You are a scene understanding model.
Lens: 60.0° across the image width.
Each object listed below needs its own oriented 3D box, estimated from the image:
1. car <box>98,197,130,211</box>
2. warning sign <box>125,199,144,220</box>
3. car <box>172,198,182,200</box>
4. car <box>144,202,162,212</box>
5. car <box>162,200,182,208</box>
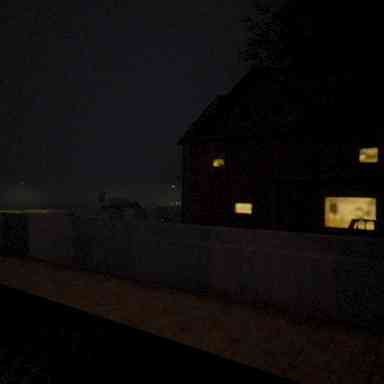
[{"bbox_3d":[-10.523,1.732,45.432,2.150,2.045,5.566,1,0,20],"label":"car"},{"bbox_3d":[-5.459,1.641,31.667,1.300,1.860,1.060,3,1,20],"label":"warning sign"},{"bbox_3d":[-2.103,2.052,59.490,2.150,2.045,5.566,1,-1,19],"label":"car"},{"bbox_3d":[-5.411,2.217,49.776,2.033,1.411,5.357,1,-1,20],"label":"car"},{"bbox_3d":[-2.203,2.306,49.099,1.994,1.385,4.181,1,-1,20],"label":"car"}]
